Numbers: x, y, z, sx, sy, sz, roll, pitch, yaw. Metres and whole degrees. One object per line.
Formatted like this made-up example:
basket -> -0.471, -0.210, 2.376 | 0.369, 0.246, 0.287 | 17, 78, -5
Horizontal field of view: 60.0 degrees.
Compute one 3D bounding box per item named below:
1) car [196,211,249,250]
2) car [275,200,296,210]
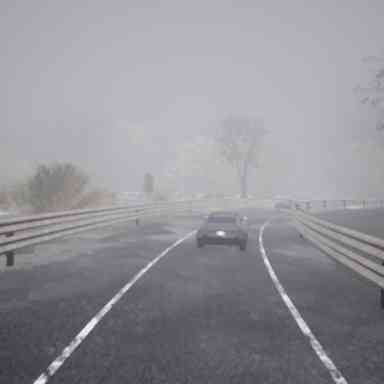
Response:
car -> 1.420, 1.516, 14.366 | 1.994, 1.385, 4.181 | 1, 0, 10
car -> 12.816, 1.746, 44.399 | 1.895, 1.301, 4.718 | 2, 0, 35
